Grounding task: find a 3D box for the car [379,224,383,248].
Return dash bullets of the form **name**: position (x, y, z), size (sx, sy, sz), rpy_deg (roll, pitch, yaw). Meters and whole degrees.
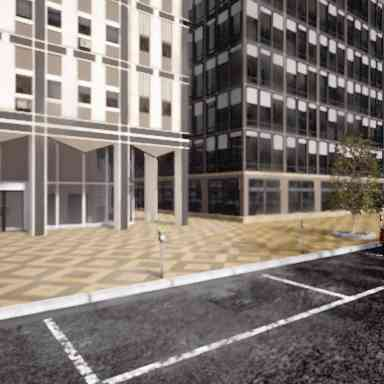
- **car**: position (9.370, 1.348, 13.022), size (5.009, 1.841, 2.192), rpy_deg (0, 0, -36)
